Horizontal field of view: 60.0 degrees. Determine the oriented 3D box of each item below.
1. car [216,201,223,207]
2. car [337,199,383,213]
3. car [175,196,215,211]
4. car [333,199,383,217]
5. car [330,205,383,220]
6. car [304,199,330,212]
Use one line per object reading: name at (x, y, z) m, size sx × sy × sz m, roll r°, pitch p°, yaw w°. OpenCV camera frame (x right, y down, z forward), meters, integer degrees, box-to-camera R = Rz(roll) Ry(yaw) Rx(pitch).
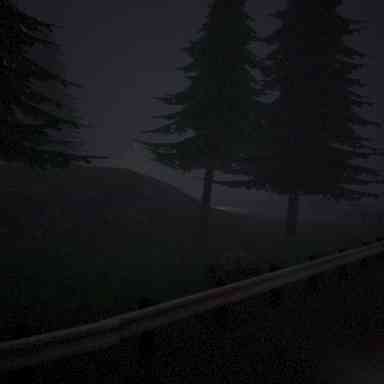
car at (1.979, 1.499, 50.627) m, size 5.357 × 1.411 × 2.033 m, roll 0°, pitch 0°, yaw 36°
car at (19.372, 1.529, 38.135) m, size 4.674 × 1.442 × 1.812 m, roll 0°, pitch 0°, yaw 35°
car at (0.318, 1.528, 43.196) m, size 4.181 × 1.385 × 1.994 m, roll 0°, pitch 0°, yaw 36°
car at (16.240, 1.510, 31.755) m, size 4.892 × 1.490 × 1.837 m, roll 0°, pitch 0°, yaw 36°
car at (14.756, 1.532, 28.512) m, size 4.674 × 1.442 × 1.812 m, roll 0°, pitch 0°, yaw 36°
car at (14.917, 1.354, 37.013) m, size 4.553 × 1.767 × 2.097 m, roll 0°, pitch 0°, yaw 36°
